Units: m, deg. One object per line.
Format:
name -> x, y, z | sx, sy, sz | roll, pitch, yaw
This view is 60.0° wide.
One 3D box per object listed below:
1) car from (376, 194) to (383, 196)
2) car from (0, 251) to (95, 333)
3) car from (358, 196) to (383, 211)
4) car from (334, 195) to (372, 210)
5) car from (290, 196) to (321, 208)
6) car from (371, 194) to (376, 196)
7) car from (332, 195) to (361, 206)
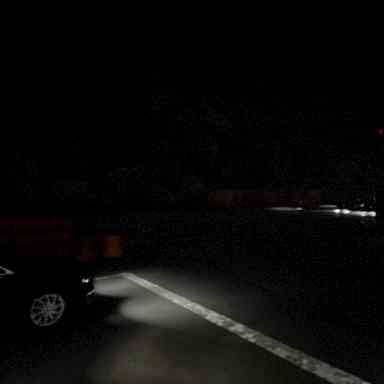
car -> 27.299, 1.244, 44.853 | 5.008, 1.535, 1.882 | 0, 0, -36
car -> -4.024, 1.509, 5.182 | 4.892, 1.490, 1.837 | -1, 1, -35
car -> 20.087, 1.386, 35.508 | 4.181, 1.385, 1.994 | 0, 0, -35
car -> 18.871, 1.381, 38.924 | 4.181, 1.385, 1.994 | 0, 0, -35
car -> 15.440, 1.292, 45.058 | 5.008, 1.535, 1.882 | 0, 0, -35
car -> 31.111, 1.072, 56.175 | 4.553, 1.767, 2.097 | 0, 0, -36
car -> 23.666, 1.270, 50.860 | 4.892, 1.490, 1.837 | 0, 0, -36
